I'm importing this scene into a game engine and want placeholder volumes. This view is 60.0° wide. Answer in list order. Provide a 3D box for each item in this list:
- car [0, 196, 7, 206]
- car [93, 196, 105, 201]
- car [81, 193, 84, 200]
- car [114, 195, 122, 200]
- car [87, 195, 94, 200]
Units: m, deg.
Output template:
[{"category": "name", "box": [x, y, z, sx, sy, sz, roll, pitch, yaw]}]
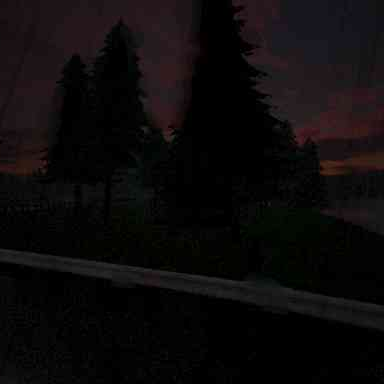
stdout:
[{"category": "car", "box": [-25.143, 1.492, 39.502, 2.128, 1.511, 4.902, 0, 0, 15]}, {"category": "car", "box": [-22.501, 1.553, 82.698, 1.994, 1.385, 4.181, 0, 0, -7]}, {"category": "car", "box": [-30.605, 1.225, 90.537, 2.150, 2.045, 5.566, 0, 0, -14]}, {"category": "car", "box": [-19.365, 1.500, 86.701, 1.837, 1.490, 4.892, 0, 0, -10]}, {"category": "car", "box": [-26.827, 1.553, 89.233, 1.994, 1.385, 4.181, 0, 0, -10]}]
